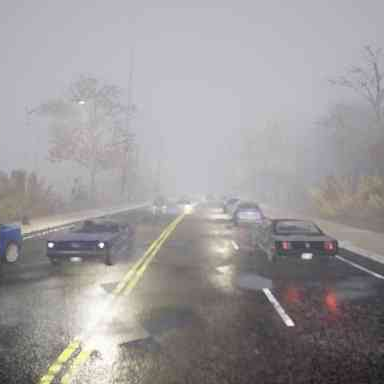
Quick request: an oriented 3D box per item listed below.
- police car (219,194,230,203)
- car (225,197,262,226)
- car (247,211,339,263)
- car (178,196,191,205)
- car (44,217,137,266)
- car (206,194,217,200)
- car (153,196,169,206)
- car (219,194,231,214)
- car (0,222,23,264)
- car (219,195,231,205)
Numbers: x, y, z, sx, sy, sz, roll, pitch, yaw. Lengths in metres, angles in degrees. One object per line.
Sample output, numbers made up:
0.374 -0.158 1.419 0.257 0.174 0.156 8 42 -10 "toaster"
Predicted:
6.477 1.264 66.335 2.038 1.542 4.974 0 0 5 "police car"
3.648 1.369 22.735 2.033 1.649 4.856 0 0 2 "car"
3.363 1.571 11.845 1.895 1.301 4.718 0 0 1 "car"
-1.159 1.366 54.010 2.033 1.411 5.357 0 0 5 "car"
-3.224 1.569 11.516 1.895 1.301 4.718 0 0 1 "car"
4.207 1.124 76.326 1.882 1.535 5.008 0 0 7 "car"
-4.685 1.340 50.535 1.837 1.490 4.892 0 0 4 "car"
4.102 1.331 33.650 2.033 1.649 4.856 0 0 3 "car"
-6.511 1.451 8.866 1.882 1.535 5.008 0 0 1 "car"
5.516 1.290 55.452 1.882 1.535 5.008 0 0 5 "car"
